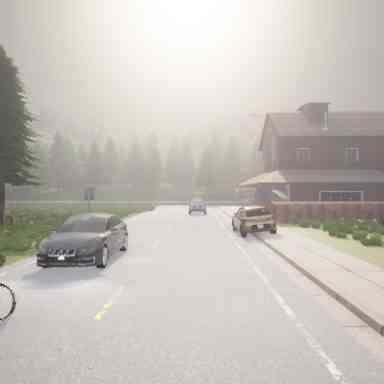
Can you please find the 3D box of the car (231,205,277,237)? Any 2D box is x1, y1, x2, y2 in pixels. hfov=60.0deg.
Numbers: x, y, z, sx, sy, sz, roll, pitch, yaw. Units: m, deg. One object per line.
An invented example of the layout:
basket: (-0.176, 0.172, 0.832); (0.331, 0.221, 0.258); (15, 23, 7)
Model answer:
car: (3.231, 1.455, 18.064); (1.816, 1.474, 4.193); (-6, 0, -1)

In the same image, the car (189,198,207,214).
car: (0.607, 1.547, 35.269); (2.033, 1.411, 5.357); (0, 0, 2)

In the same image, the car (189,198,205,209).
car: (0.746, 1.547, 45.757); (2.033, 1.411, 5.357); (0, 0, 1)

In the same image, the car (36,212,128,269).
car: (-3.435, 1.504, 11.284); (1.837, 1.490, 4.892); (0, 0, 1)

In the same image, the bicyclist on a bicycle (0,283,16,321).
bicyclist on a bicycle: (-3.866, 1.455, 5.727); (1.656, 1.620, 0.582); (-2, 0, 1)
